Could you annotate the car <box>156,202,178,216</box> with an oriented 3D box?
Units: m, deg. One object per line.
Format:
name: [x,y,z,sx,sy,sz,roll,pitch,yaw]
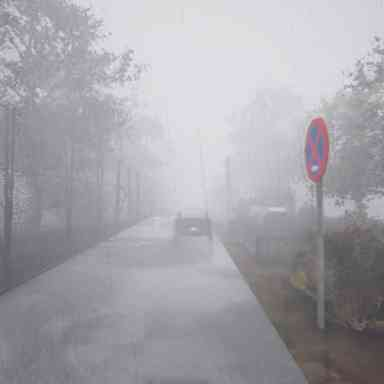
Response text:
car: [-2.873,1.855,37.066,1.882,1.535,5.008,0,-1,0]

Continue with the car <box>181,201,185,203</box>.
car: [0.068,1.913,36.564,2.033,1.411,5.357,0,-1,0]

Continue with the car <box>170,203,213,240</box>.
car: [0.063,1.572,17.742,1.882,1.535,5.008,0,-1,0]

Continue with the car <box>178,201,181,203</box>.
car: [-2.602,2.842,77.840,1.882,1.535,5.008,0,-2,0]
